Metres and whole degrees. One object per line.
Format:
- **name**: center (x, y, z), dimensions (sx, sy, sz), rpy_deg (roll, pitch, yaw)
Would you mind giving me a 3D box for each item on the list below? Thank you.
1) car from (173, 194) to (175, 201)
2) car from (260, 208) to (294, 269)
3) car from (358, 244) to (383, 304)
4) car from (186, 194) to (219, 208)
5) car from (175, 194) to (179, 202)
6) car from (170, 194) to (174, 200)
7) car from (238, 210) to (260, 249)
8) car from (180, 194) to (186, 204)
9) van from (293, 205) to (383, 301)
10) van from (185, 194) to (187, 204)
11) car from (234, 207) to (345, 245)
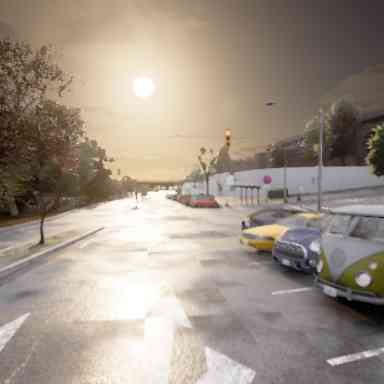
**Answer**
- **car**: center (-1.609, 1.593, 83.560), dimensions (4.553, 1.767, 2.185), rpy_deg (1, -1, -27)
- **car**: center (4.680, 1.363, 9.966), dimensions (4.553, 1.767, 2.185), rpy_deg (1, 0, -22)
- **car**: center (4.753, 1.486, 3.915), dimensions (4.892, 1.521, 2.231), rpy_deg (1, 0, -21)
- **car**: center (2.045, 1.603, 53.734), dimensions (4.553, 1.767, 2.185), rpy_deg (1, 0, -26)
- **car**: center (-0.048, 1.464, 71.678), dimensions (5.566, 2.045, 2.435), rpy_deg (1, 0, -27)
- **car**: center (-2.310, 1.483, 89.546), dimensions (5.566, 2.045, 2.435), rpy_deg (1, -1, -27)
- **car**: center (4.400, 1.485, 12.906), dimensions (5.366, 1.575, 1.946), rpy_deg (1, 0, -22)
- **car**: center (1.374, 1.472, 59.712), dimensions (5.566, 2.045, 2.435), rpy_deg (1, 0, -27)
- **van**: center (4.602, 1.259, 6.892), dimensions (4.442, 1.987, 1.878), rpy_deg (1, 0, -21)
- **van**: center (1.643, 1.499, 56.685), dimensions (4.442, 1.987, 1.878), rpy_deg (1, 0, -27)
- **car**: center (4.661, 1.529, 15.956), dimensions (4.792, 1.488, 2.163), rpy_deg (1, 0, -22)
